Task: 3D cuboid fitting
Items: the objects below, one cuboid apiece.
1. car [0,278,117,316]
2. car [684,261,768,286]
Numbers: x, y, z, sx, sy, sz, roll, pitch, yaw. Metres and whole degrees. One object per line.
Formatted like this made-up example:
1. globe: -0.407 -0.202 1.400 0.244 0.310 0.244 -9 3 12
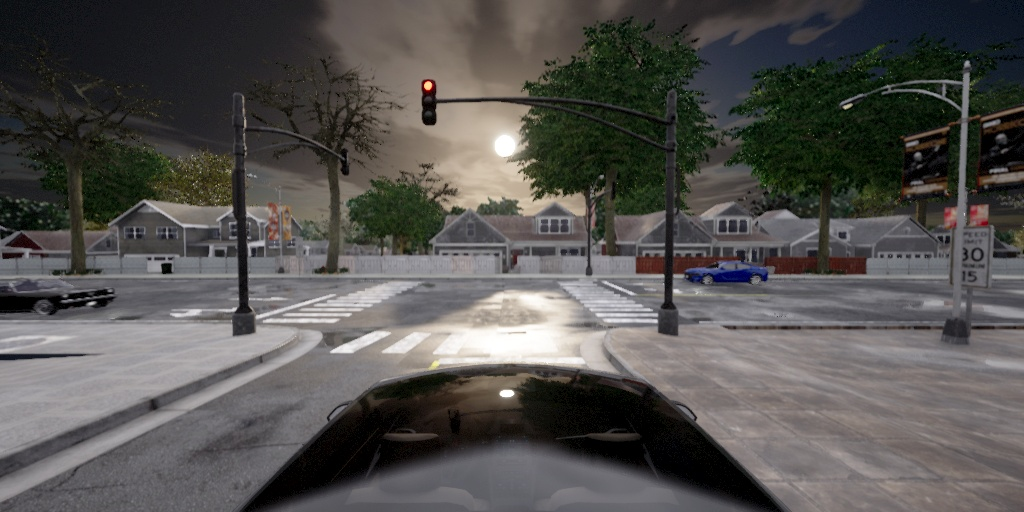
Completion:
1. car: -18.286 1.507 13.688 4.718 1.301 1.895 0 2 0
2. car: 14.050 1.090 23.650 5.008 1.535 1.882 0 2 0
